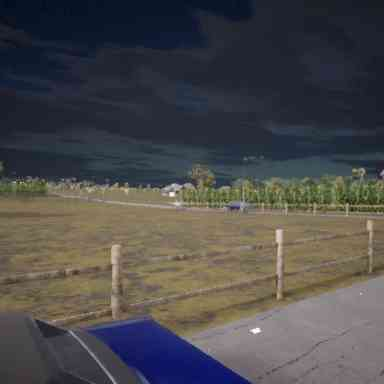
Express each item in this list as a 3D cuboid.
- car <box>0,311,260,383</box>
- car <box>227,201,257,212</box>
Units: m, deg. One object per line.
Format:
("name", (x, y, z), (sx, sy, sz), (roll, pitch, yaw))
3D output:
("car", (-1.844, 1.601, 1.753), (4.718, 1.301, 1.895), (0, 0, -36))
("car", (7.268, 2.055, 48.505), (2.097, 1.767, 4.553), (3, -3, -35))
